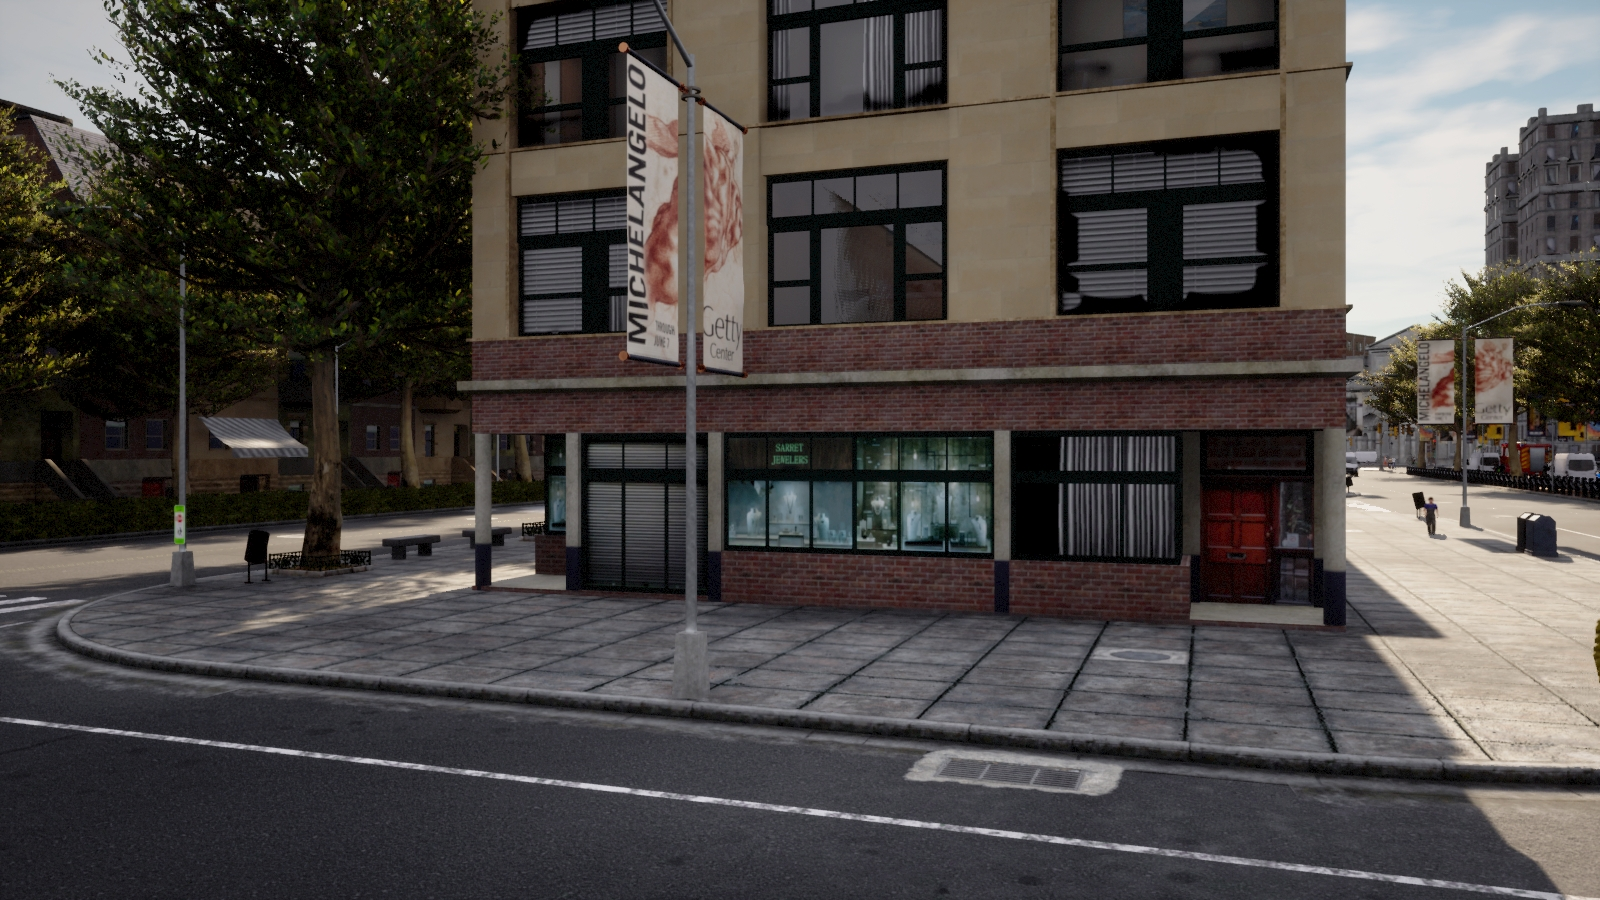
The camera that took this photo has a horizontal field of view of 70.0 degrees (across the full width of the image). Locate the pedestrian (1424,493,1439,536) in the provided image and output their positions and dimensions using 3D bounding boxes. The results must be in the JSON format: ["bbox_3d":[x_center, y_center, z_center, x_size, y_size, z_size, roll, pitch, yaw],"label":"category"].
[{"bbox_3d":[19.496,1.974,35.277,0.375,1.300,0.375,0,0,28],"label":"pedestrian"}]
